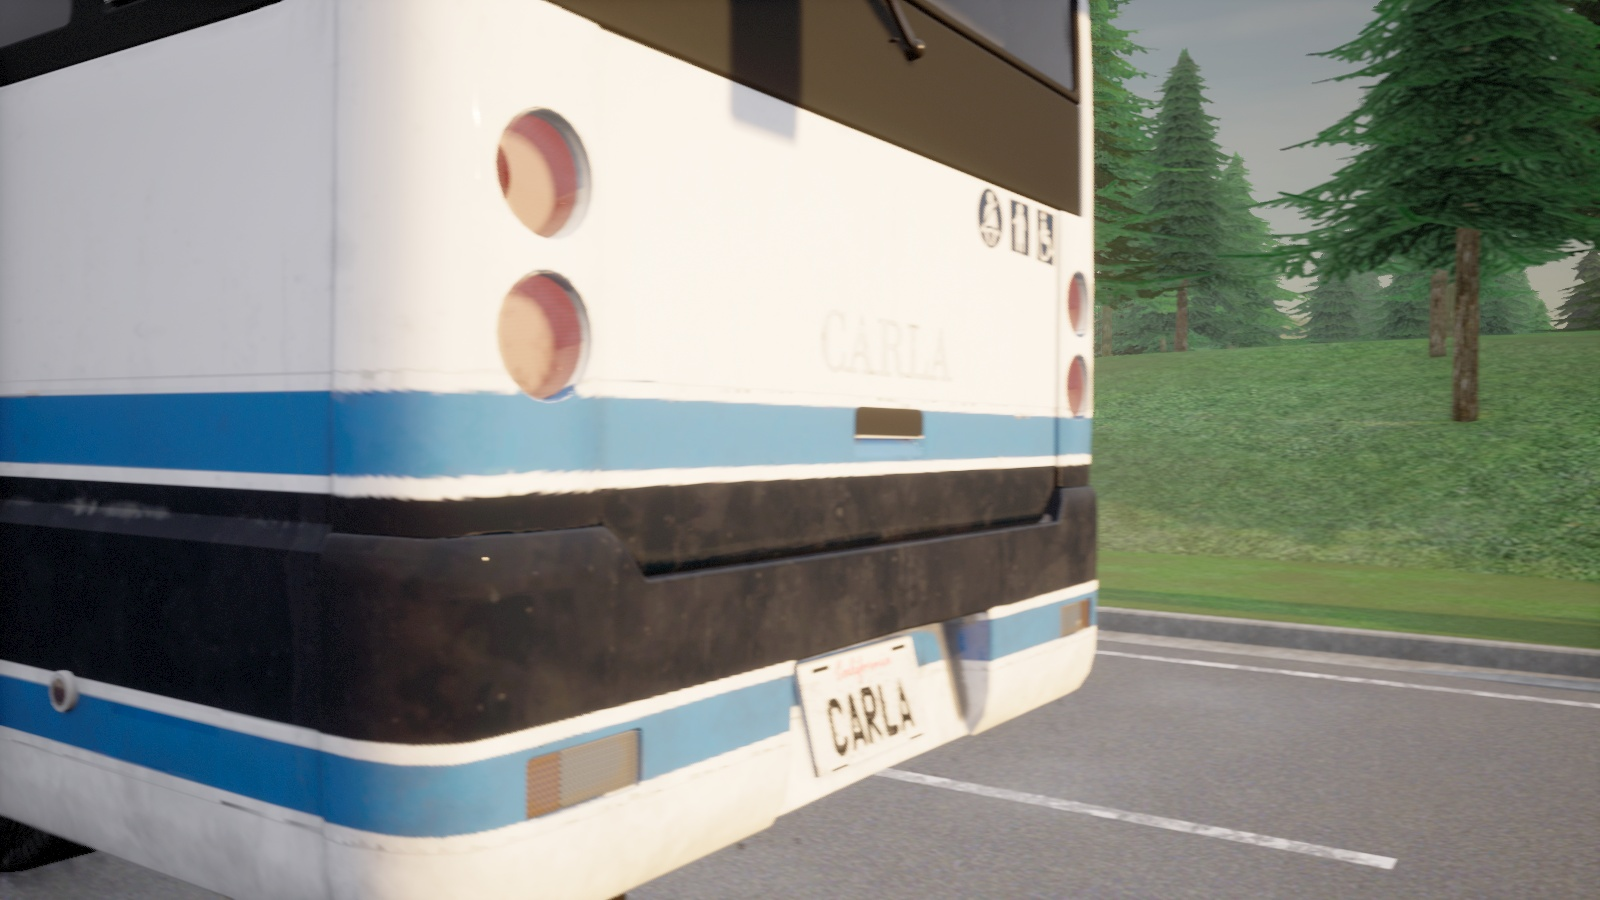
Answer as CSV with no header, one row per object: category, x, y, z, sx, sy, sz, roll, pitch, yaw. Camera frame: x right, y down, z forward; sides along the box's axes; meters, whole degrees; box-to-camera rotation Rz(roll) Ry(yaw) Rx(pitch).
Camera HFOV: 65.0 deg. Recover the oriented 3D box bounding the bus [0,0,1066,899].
bus,-4.272,-0.694,6.435,10.273,4.253,3.944,0,1,34
